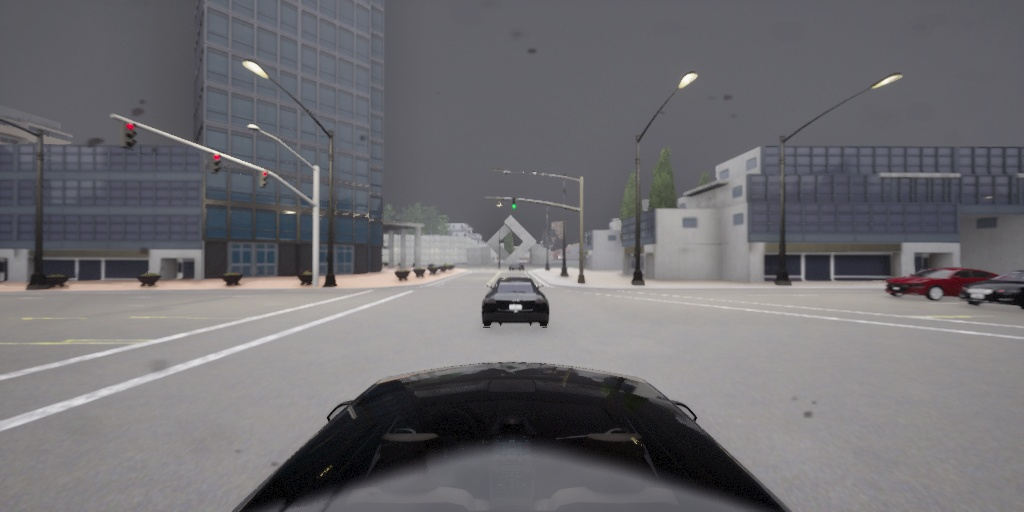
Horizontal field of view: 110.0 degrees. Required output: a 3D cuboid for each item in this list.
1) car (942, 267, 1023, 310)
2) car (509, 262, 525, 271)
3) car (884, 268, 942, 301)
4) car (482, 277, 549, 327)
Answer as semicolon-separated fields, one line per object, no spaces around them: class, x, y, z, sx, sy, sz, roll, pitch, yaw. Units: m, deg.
car;20.746;1.311;14.120;4.902;1.511;2.128;0;0;0
car;0.777;1.655;57.879;1.994;1.385;4.181;0;0;12
car;21.357;1.320;17.632;5.008;1.535;1.882;0;-1;0
car;0.100;1.378;11.809;1.994;1.385;4.181;0;0;0
